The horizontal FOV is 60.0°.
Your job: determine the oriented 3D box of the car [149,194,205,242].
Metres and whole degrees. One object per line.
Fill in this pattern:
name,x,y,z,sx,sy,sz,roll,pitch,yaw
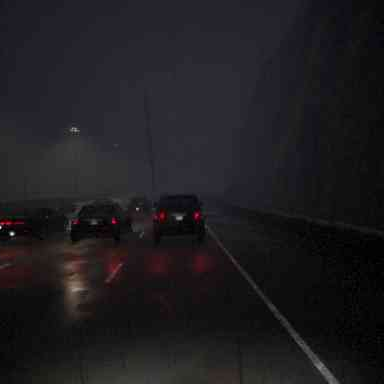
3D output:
car,-0.630,1.089,15.730,2.150,2.045,5.566,-1,1,-3

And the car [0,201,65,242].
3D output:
car,-7.670,1.465,16.425,1.837,1.490,4.892,-1,1,-3

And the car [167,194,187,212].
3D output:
car,-1.524,1.083,33.580,1.882,1.535,5.008,-1,1,-3

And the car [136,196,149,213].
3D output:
car,-4.938,1.191,31.757,1.837,1.490,4.892,-1,1,-3

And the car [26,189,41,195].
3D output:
car,-35.203,0.109,74.014,1.837,1.490,4.892,-1,2,-3

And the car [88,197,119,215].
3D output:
car,-8.455,1.293,32.028,1.994,1.385,4.181,-1,1,-3

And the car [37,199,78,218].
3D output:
car,-11.841,1.419,29.678,1.895,1.301,4.718,-1,1,-3

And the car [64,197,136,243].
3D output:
car,-4.141,1.269,15.837,2.097,1.767,4.553,-1,1,-3
